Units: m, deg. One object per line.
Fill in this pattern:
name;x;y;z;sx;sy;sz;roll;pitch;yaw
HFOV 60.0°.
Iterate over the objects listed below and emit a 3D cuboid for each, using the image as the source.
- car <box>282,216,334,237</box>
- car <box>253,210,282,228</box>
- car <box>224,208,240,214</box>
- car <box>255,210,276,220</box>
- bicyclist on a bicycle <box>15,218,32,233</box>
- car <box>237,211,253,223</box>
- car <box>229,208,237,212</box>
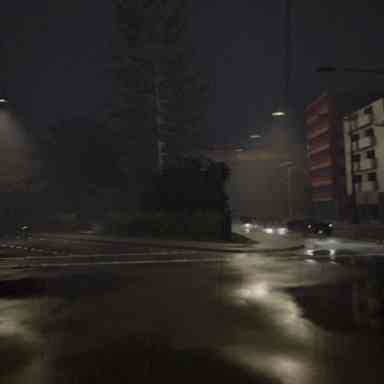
car;8.381;2.426;24.093;1.895;1.301;4.718;-2;-3;-2
car;7.981;2.846;33.903;1.994;1.385;4.181;-2;-3;-2
car;10.032;4.735;83.196;1.853;1.218;4.536;-1;-3;-23
car;11.002;3.480;50.200;1.994;1.385;4.181;-2;-3;-2
bicyclist on a bicycle;-17.837;3.519;35.223;0.582;1.620;1.656;-4;-3;42
car;7.588;3.343;43.785;1.895;1.301;4.718;-2;-3;-2
car;10.058;4.889;83.142;2.038;1.542;4.974;-1;-3;-23
